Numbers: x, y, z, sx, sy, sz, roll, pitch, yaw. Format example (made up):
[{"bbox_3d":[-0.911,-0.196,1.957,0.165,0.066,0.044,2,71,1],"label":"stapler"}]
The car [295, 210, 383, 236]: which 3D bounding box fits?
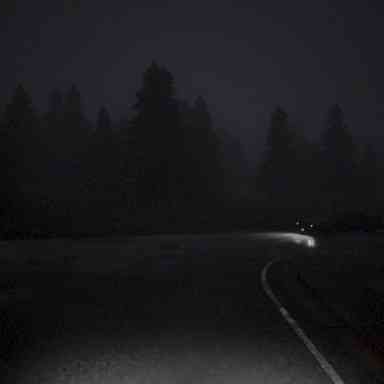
[{"bbox_3d":[8.924,1.787,19.920,5.357,1.411,2.033,0,0,-16],"label":"car"}]
